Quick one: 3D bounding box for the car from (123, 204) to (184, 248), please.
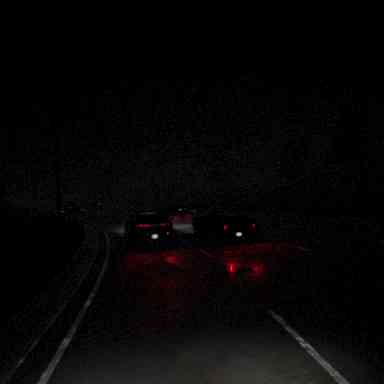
[{"bbox_3d":[-2.119,1.575,15.639,2.128,1.511,4.902,-2,0,-15],"label":"car"}]

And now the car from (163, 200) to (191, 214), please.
[{"bbox_3d":[-2.203,1.610,35.340,1.812,1.442,4.674,-2,0,-27],"label":"car"}]

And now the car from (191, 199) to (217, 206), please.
[{"bbox_3d":[1.071,1.476,36.578,1.812,1.442,4.674,-2,0,-27],"label":"car"}]

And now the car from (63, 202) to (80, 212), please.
[{"bbox_3d":[-18.209,2.285,50.245,2.033,1.411,5.357,-2,0,-29],"label":"car"}]

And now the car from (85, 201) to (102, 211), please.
[{"bbox_3d":[-15.798,2.142,53.159,1.837,1.490,4.892,-2,0,-29],"label":"car"}]

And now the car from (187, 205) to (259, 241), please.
[{"bbox_3d":[1.426,1.539,16.400,1.895,1.301,4.718,-2,0,-15],"label":"car"}]
